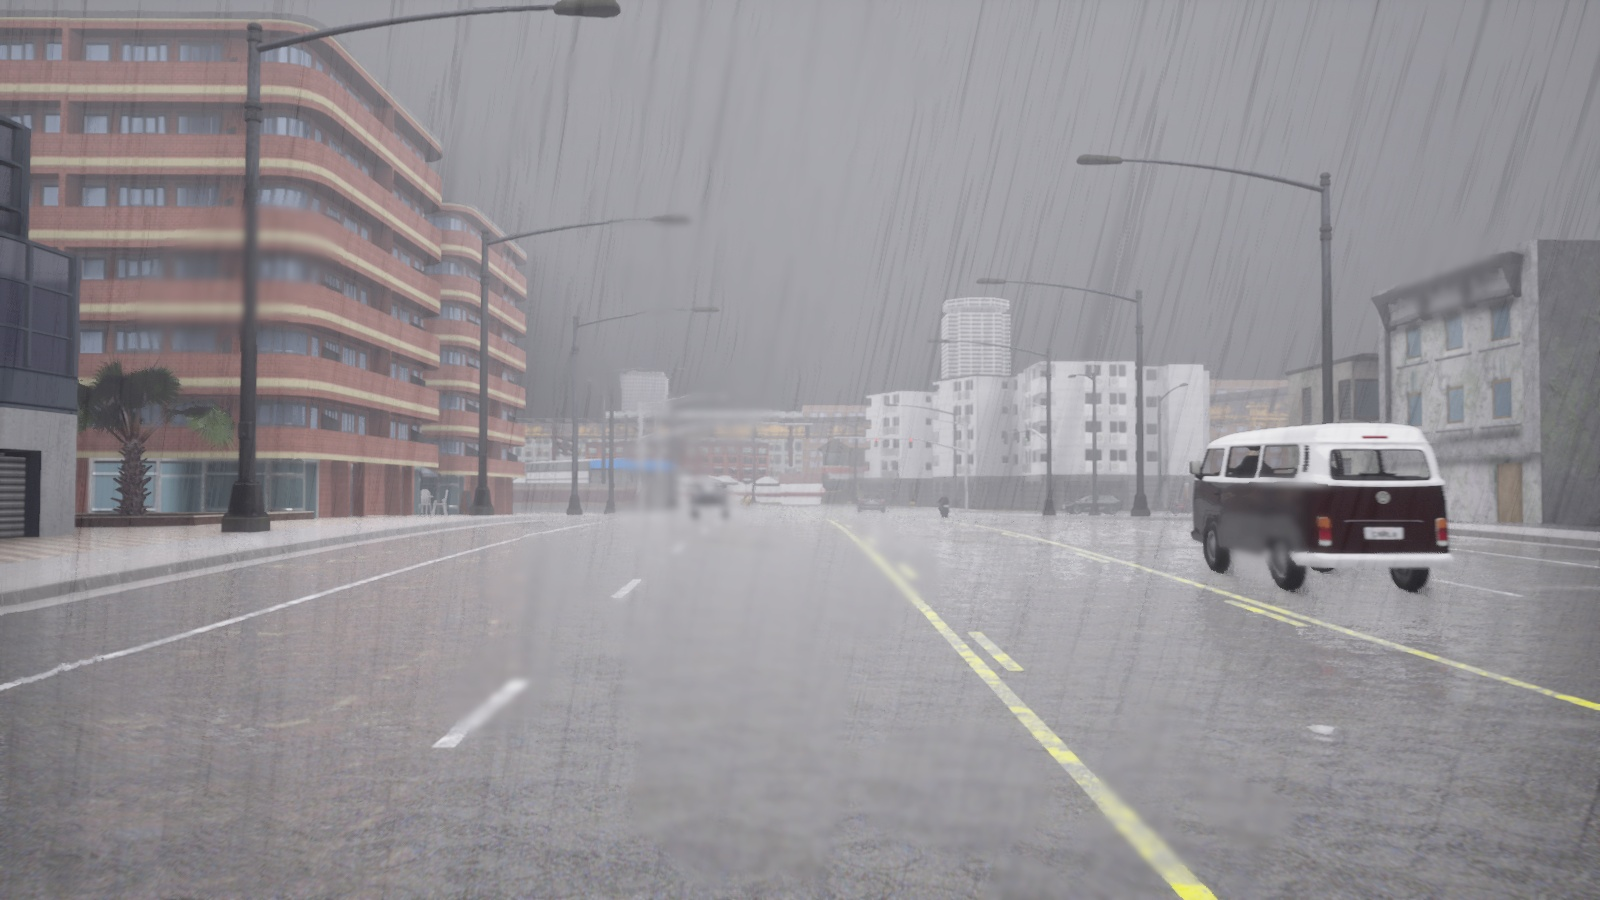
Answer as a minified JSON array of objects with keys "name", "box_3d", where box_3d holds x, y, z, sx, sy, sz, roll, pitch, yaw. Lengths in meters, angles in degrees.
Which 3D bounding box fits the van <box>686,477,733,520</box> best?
[{"name":"van","box_3d":[-4.453,2.419,62.327,2.069,2.038,4.480,0,-3,-1]}]

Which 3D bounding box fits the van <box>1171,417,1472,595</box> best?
[{"name":"van","box_3d":[6.663,0.657,16.687,2.069,2.038,4.480,0,0,-1]}]
